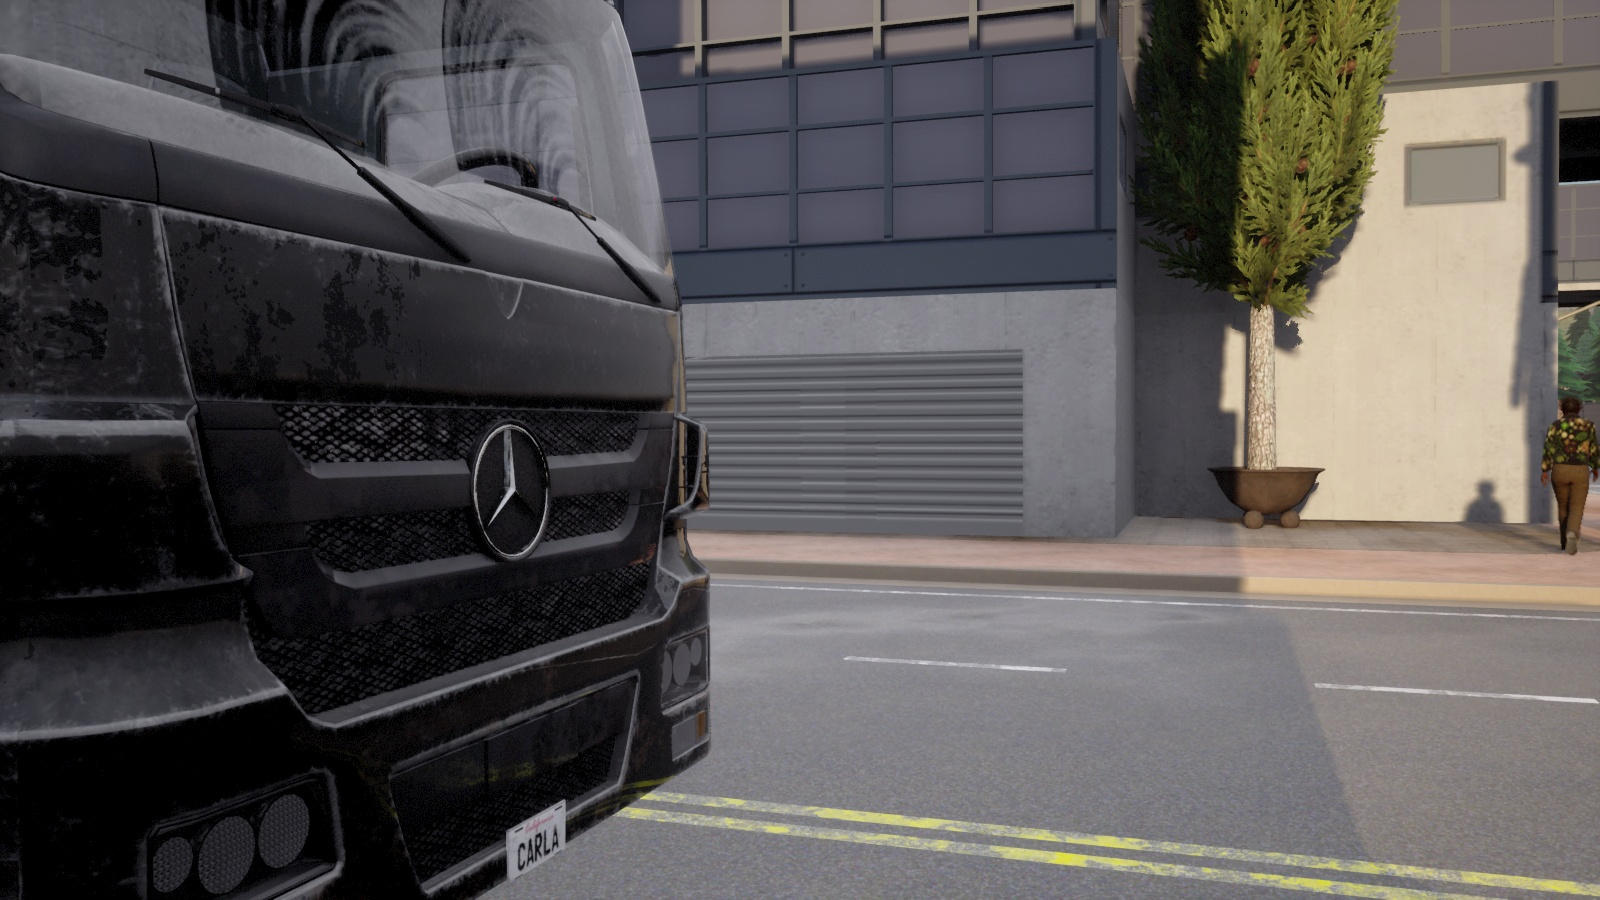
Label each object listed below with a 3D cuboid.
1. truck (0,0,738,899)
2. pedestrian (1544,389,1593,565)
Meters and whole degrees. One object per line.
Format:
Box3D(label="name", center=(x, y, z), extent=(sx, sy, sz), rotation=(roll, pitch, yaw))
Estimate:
Box3D(label="truck", center=(-4.464, -0.248, 4.736), extent=(7.936, 3.462, 2.891), rotation=(1, 1, 20))
Box3D(label="pedestrian", center=(8.703, 0.290, 14.215), extent=(0.395, 1.930, 0.692), rotation=(1, 1, 36))
